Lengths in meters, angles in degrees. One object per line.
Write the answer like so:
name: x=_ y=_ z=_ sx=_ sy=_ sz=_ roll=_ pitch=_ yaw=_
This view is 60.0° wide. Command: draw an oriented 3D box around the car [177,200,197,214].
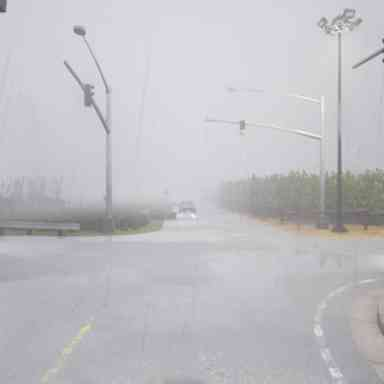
car: x=-0.522 y=1.507 z=34.888 sx=2.033 sy=1.411 sz=5.357 roll=0 pitch=0 yaw=-3
